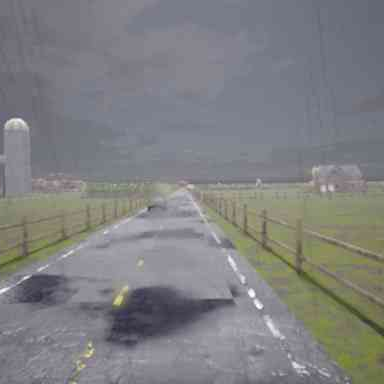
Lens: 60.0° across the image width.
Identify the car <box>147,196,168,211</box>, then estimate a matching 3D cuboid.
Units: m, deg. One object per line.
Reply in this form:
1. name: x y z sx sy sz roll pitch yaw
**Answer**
1. car: -3.502 1.170 34.528 2.033 1.411 5.357 -1 1 -1
